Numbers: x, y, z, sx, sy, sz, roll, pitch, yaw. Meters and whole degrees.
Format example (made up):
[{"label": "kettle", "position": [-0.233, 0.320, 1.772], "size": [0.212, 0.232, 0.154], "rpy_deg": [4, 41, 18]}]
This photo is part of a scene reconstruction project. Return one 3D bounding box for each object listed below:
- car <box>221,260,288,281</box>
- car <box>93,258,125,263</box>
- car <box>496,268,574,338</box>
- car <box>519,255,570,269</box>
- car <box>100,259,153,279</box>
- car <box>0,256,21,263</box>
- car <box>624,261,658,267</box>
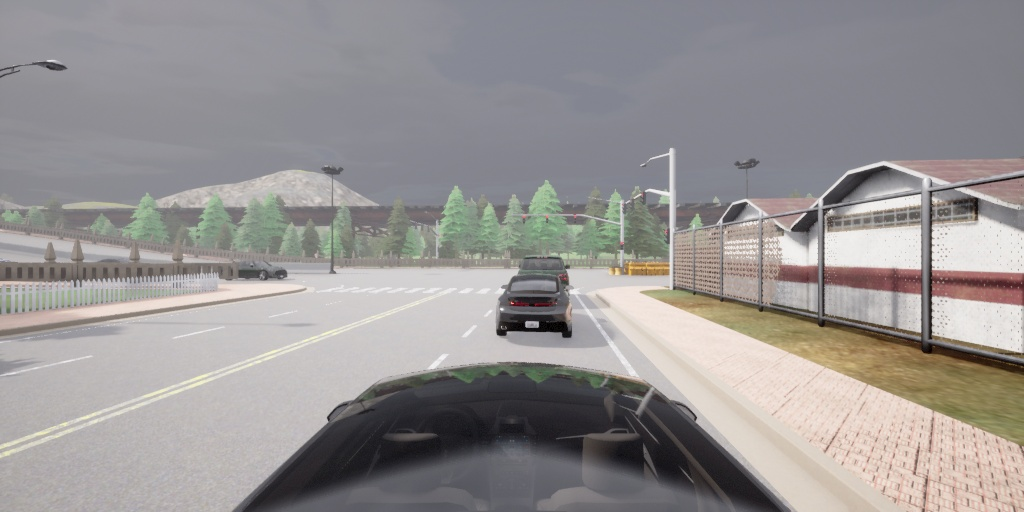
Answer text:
[{"label": "car", "position": [-21.182, 1.101, 29.727], "size": [4.553, 1.767, 2.097], "rpy_deg": [0, 0, 6]}, {"label": "car", "position": [-37.429, 0.987, 34.426], "size": [4.892, 1.490, 1.837], "rpy_deg": [3, 0, 4]}, {"label": "car", "position": [0.695, 1.255, 10.264], "size": [1.837, 1.490, 4.892], "rpy_deg": [0, 0, 6]}, {"label": "car", "position": [1.449, 0.971, 16.276], "size": [2.150, 2.045, 5.566], "rpy_deg": [0, 0, 7]}, {"label": "car", "position": [-31.105, 1.246, 30.470], "size": [5.357, 1.411, 2.033], "rpy_deg": [1, 0, 4]}, {"label": "car", "position": [-46.355, 0.519, 31.573], "size": [4.718, 1.301, 1.895], "rpy_deg": [5, 0, 4]}, {"label": "car", "position": [15.737, 1.351, 41.492], "size": [4.718, 1.301, 1.895], "rpy_deg": [0, 0, 4]}]
